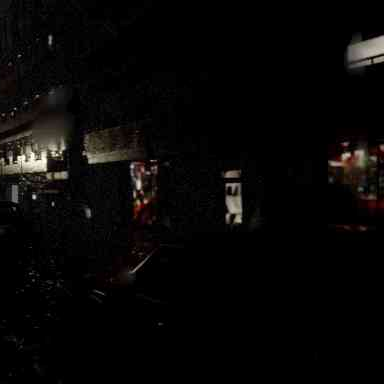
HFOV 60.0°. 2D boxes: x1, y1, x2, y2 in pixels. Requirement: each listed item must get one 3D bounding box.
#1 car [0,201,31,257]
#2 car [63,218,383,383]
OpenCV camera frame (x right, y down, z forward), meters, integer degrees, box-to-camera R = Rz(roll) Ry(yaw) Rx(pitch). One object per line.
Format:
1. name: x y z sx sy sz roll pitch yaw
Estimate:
1. car: -7.167 1.228 11.284 2.192 1.841 5.009 -4 3 -44
2. car: 0.588 1.209 3.198 2.192 1.841 5.009 -4 3 -44
